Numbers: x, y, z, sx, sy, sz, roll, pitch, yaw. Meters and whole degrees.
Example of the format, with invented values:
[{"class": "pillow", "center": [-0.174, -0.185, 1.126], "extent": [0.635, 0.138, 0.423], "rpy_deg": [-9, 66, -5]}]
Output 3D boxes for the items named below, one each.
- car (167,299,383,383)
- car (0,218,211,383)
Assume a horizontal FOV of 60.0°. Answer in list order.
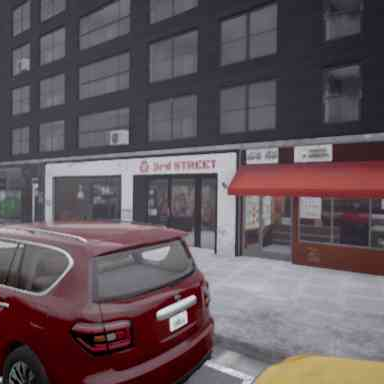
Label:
[{"class": "car", "center": [2.335, 1.529, 1.405], "extent": [4.829, 1.417, 1.752], "rpy_deg": [0, 1, 36]}, {"class": "car", "center": [-2.068, 1.300, 4.558], "extent": [5.009, 1.841, 2.192], "rpy_deg": [0, 1, 36]}]
